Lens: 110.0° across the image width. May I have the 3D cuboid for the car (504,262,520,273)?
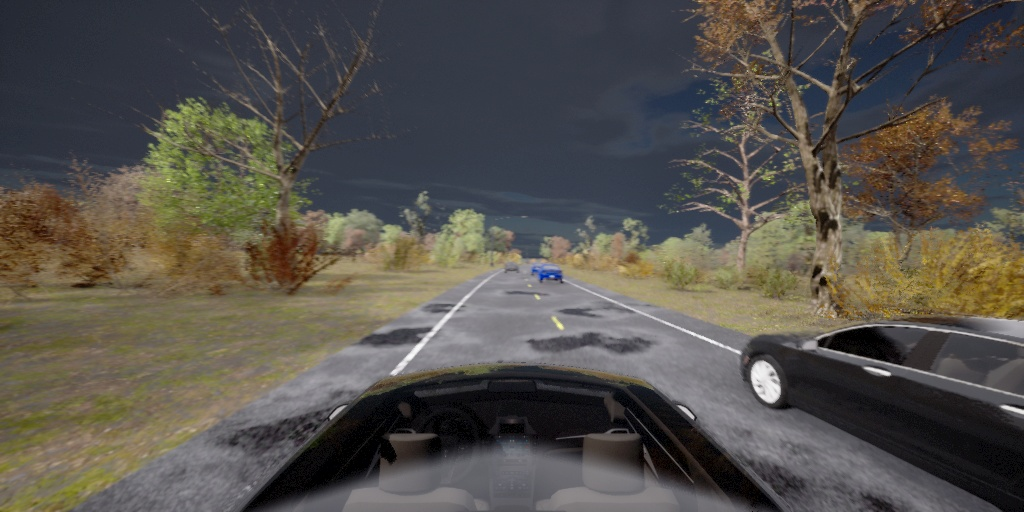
[{"bbox_3d":[-0.034,1.498,47.427,1.837,1.490,4.892,1,0,2],"label":"car"}]

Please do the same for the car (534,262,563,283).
[{"bbox_3d":[3.123,1.419,30.103,1.882,1.535,5.008,1,0,1],"label":"car"}]

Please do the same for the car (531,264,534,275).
[{"bbox_3d":[3.270,1.505,42.909,1.882,1.535,5.008,1,0,3],"label":"car"}]

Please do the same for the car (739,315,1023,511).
[{"bbox_3d":[4.420,1.347,3.481,1.837,1.490,4.892,1,0,-2],"label":"car"}]
